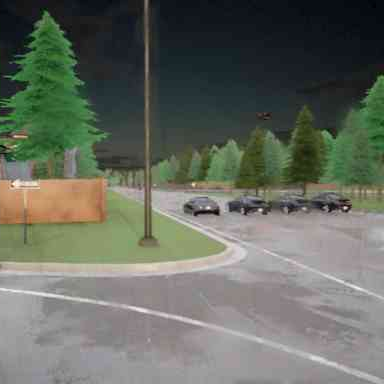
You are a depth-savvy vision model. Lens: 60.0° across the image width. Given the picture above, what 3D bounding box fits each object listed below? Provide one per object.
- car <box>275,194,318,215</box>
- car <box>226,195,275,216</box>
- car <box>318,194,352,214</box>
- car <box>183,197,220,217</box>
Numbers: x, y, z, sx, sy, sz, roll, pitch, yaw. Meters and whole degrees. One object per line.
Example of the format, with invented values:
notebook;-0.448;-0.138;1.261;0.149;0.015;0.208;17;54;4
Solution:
car;7.532;0.932;26.444;1.837;1.490;4.892;-1;1;-15
car;4.141;0.966;25.570;1.837;1.490;4.892;-1;1;-15
car;10.912;0.898;27.354;1.837;1.490;4.892;-1;1;-15
car;0.617;1.048;25.203;1.994;1.385;4.181;-1;1;-15
